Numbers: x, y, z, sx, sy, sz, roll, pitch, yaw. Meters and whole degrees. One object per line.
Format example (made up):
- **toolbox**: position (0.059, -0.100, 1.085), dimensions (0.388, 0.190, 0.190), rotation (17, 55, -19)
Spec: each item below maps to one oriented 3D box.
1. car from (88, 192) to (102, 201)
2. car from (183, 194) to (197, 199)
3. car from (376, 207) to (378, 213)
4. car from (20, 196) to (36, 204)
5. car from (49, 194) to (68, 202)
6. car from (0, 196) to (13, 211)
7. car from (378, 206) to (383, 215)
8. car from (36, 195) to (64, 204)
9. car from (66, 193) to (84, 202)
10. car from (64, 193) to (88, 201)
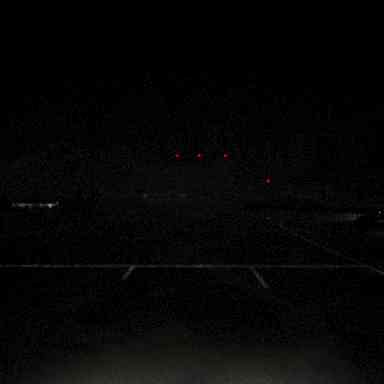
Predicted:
- **car**: position (-21.090, 0.933, 71.542), dimensions (2.150, 2.045, 5.566), rotation (0, 0, 0)
- **car**: position (-0.168, 1.201, 94.674), dimensions (1.895, 1.301, 4.718), rotation (0, 0, -18)
- **car**: position (19.457, 1.441, 29.502), dimensions (5.357, 1.411, 2.033), rotation (0, 0, 7)
- **car**: position (-28.083, 1.368, 58.140), dimensions (1.895, 1.301, 4.718), rotation (0, 0, 1)
- **car**: position (-28.079, 1.254, 70.177), dimensions (2.033, 1.411, 5.357), rotation (0, 0, 0)
- **car**: position (-21.120, 1.220, 35.322), dimensions (2.097, 1.767, 4.553), rotation (0, 0, 0)
- **car**: position (17.649, 1.260, 26.079), dimensions (4.553, 1.767, 2.097), rotation (0, 0, 6)
- **car**: position (-24.598, 1.273, 57.937), dimensions (1.837, 1.490, 4.892), rotation (0, 0, 0)
- **car**: position (-24.571, 1.069, 70.142), dimensions (2.097, 1.767, 4.553), rotation (0, 0, 0)
- **car**: position (-21.089, 1.261, 60.571), dimensions (1.837, 1.490, 4.892), rotation (0, 0, 0)
